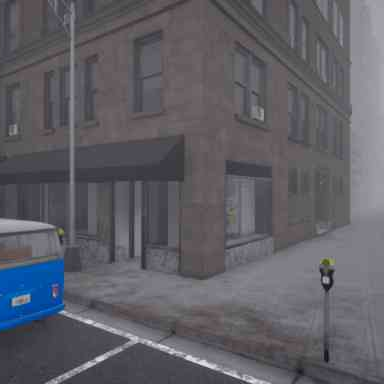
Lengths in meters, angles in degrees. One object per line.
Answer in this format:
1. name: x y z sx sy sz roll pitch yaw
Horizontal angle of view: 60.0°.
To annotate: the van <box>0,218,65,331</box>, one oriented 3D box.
1. van: -3.995 1.340 5.926 3.998 1.788 1.690 0 0 35
